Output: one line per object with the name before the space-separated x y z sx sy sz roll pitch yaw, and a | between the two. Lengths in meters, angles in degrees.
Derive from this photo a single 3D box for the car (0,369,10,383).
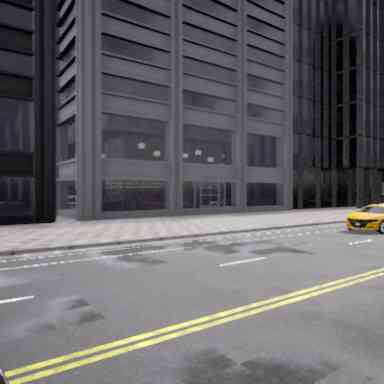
car | -3.194 1.600 1.170 4.718 1.301 1.895 0 0 -35

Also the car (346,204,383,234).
car | 11.007 1.470 19.478 5.008 1.535 1.882 0 0 -35
